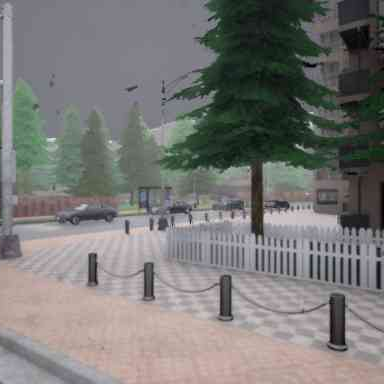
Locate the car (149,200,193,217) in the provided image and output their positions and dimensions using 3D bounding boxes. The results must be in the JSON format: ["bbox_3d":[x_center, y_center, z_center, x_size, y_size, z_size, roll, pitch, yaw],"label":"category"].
[{"bbox_3d":[-1.928,1.476,31.477,2.128,1.511,4.902,0,0,37],"label":"car"}]

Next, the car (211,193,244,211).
[{"bbox_3d":[4.279,1.336,39.615,2.097,1.767,4.553,0,0,38],"label":"car"}]

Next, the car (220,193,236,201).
[{"bbox_3d":[8.738,1.144,80.967,1.932,1.855,4.605,0,0,36],"label":"car"}]

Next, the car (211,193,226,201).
[{"bbox_3d":[6.473,1.146,82.126,1.905,1.878,3.866,0,0,36],"label":"car"}]

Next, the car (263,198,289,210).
[{"bbox_3d":[10.626,1.476,41.907,2.128,1.511,4.902,0,0,37],"label":"car"}]

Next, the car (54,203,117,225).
[{"bbox_3d":[-7.553,1.510,24.042,1.812,1.442,4.674,0,0,37],"label":"car"}]
